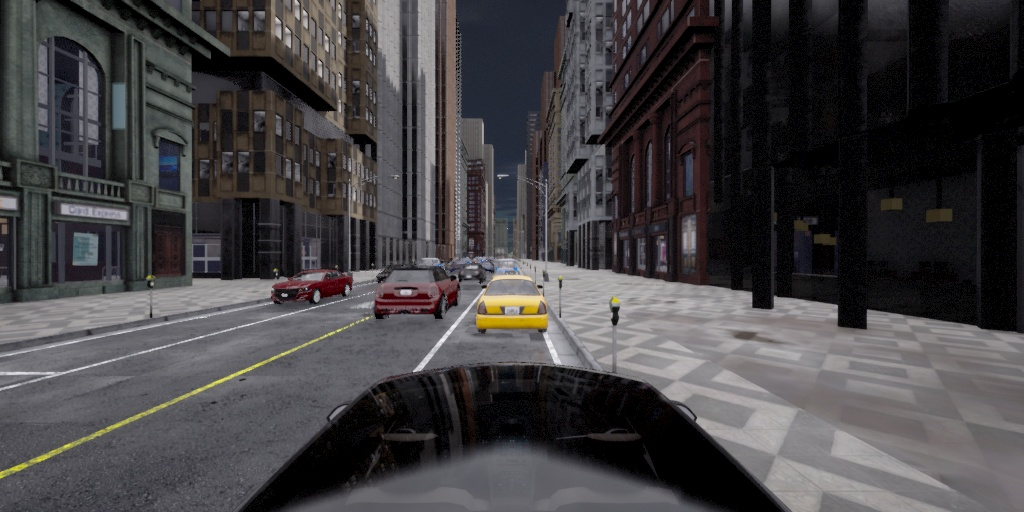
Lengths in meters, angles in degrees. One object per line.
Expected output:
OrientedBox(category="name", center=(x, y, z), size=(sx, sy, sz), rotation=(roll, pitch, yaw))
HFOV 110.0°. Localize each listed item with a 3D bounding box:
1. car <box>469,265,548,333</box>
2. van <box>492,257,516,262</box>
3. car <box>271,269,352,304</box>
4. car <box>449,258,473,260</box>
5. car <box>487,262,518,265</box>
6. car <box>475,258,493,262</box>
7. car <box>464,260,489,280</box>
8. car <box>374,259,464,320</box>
OrientedBox(category="car", center=(0.005, 1.208, 10.690), size=(1.801, 1.575, 5.366), rotation=(0, 0, 0))
OrientedBox(category="van", center=(-0.383, 1.098, 27.584), size=(1.690, 1.789, 3.998), rotation=(0, 0, 0))
OrientedBox(category="car", center=(-8.908, 1.297, 16.299), size=(1.888, 1.381, 4.507), rotation=(0, 0, 0))
OrientedBox(category="car", center=(-6.209, 1.313, 42.808), size=(2.033, 1.411, 5.357), rotation=(0, 0, 0))
OrientedBox(category="car", center=(-0.383, 1.280, 22.119), size=(1.751, 1.417, 4.829), rotation=(0, 0, 0))
OrientedBox(category="car", center=(-3.058, 1.329, 43.877), size=(1.994, 1.385, 4.181), rotation=(0, 0, 0))
OrientedBox(category="car", center=(-3.059, 1.283, 27.821), size=(1.812, 1.442, 4.674), rotation=(0, 0, 0))
OrientedBox(category="car", center=(-3.146, 1.104, 12.760), size=(2.097, 1.767, 4.553), rotation=(0, 0, 0))
